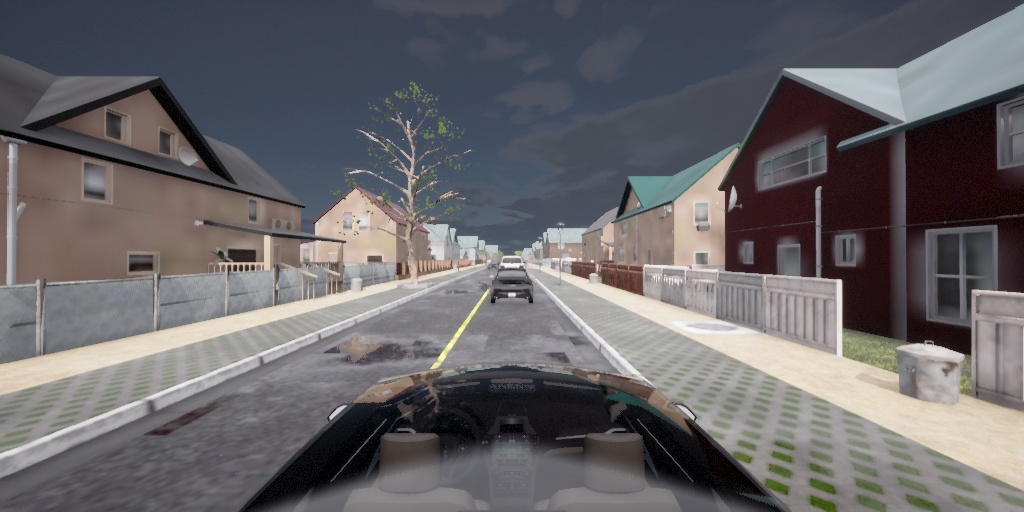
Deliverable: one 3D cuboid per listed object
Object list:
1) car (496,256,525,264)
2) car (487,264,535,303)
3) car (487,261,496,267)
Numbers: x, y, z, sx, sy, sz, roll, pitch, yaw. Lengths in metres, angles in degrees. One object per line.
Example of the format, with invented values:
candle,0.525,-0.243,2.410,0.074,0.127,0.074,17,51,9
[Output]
car,0.000,1.044,31.534,2.150,2.045,5.566,0,0,0
car,0.000,1.273,16.501,1.837,1.490,4.892,0,0,0
car,-2.750,1.500,55.504,1.994,1.385,4.181,0,0,0
